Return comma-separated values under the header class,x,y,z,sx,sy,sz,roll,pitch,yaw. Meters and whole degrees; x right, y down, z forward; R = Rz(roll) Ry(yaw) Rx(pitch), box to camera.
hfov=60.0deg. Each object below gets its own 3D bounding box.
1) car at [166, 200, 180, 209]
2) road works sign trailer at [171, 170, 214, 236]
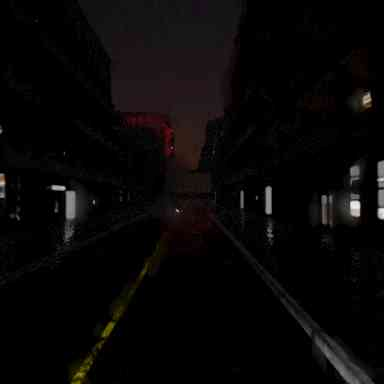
class,x,y,z,sx,sy,sz,roll,pitch,yaw
car,-2.823,1.902,50.237,1.895,1.301,4.718,0,0,0
road works sign trailer,0.004,0.537,18.910,2.380,3.560,2.880,0,0,0
